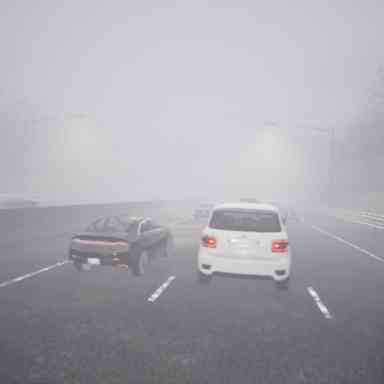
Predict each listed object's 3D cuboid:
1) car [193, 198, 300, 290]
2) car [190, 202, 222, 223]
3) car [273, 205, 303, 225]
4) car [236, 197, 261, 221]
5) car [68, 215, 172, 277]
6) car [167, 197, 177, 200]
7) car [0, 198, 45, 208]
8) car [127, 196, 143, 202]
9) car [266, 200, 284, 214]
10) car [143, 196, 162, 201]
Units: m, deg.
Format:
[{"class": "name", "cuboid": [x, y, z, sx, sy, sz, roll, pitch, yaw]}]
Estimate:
[{"class": "car", "cuboid": [1.561, 1.321, 9.789, 2.150, 2.045, 5.566, 2, 0, 10]}, {"class": "car", "cuboid": [1.356, 1.711, 29.103, 2.033, 1.411, 5.357, 2, 0, 10]}, {"class": "car", "cuboid": [8.697, 2.012, 30.582, 2.033, 1.411, 5.357, 2, 0, 10]}, {"class": "car", "cuboid": [5.650, 1.574, 33.305, 2.150, 2.045, 5.566, 2, 0, 10]}, {"class": "car", "cuboid": [-1.910, 1.453, 10.272, 2.128, 1.511, 4.902, 2, 0, 10]}, {"class": "car", "cuboid": [-3.623, 1.681, 62.435, 1.994, 1.385, 4.181, 2, 0, 11]}, {"class": "car", "cuboid": [-10.974, 1.139, 20.556, 1.837, 1.490, 4.892, 2, 0, 10]}, {"class": "car", "cuboid": [-10.612, 1.438, 63.045, 1.895, 1.301, 4.718, 2, 0, 10]}, {"class": "car", "cuboid": [11.234, 1.982, 45.308, 2.097, 1.767, 4.553, 2, 0, 10]}, {"class": "car", "cuboid": [-7.076, 1.483, 62.958, 1.837, 1.490, 4.892, 2, 0, 10]}]
